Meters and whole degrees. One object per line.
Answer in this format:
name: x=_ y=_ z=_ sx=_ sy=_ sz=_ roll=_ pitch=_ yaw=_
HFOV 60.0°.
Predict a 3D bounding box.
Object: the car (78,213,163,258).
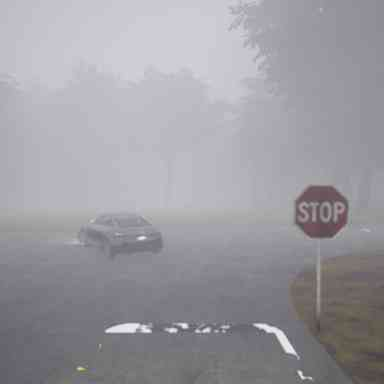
car: x=-2.817 y=1.496 z=12.696 sx=1.994 sy=1.385 sz=4.181 roll=0 pitch=0 yaw=-34
